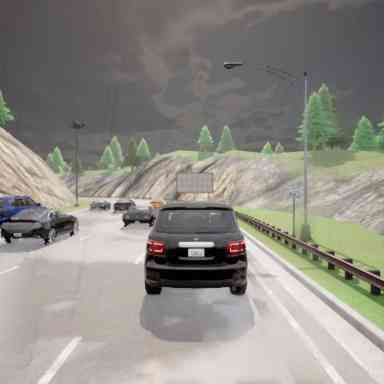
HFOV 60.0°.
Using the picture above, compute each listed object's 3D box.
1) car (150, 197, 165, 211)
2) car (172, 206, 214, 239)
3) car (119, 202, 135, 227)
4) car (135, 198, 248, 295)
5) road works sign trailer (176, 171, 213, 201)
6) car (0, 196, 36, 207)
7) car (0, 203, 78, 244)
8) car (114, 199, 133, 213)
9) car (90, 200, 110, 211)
[{"bbox_3d":[-4.407,1.475,42.280,1.882,1.535,5.008,0,-1,-6],"label":"car"},{"bbox_3d":[0.075,1.558,18.087,1.994,1.385,4.181,0,0,0],"label":"car"},{"bbox_3d":[-3.435,1.599,22.984,1.895,1.301,4.718,0,0,0],"label":"car"},{"bbox_3d":[0.087,1.221,8.866,2.150,2.045,5.566,0,0,0],"label":"car"},{"bbox_3d":[0.186,0.463,21.583,2.380,3.560,2.880,0,0,0],"label":"road works sign trailer"},{"bbox_3d":[-10.426,1.222,19.522,2.150,2.045,5.566,0,0,0],"label":"car"},{"bbox_3d":[-6.920,1.490,15.670,2.128,1.511,4.902,0,0,0],"label":"car"},{"bbox_3d":[-7.400,1.474,36.825,1.882,1.535,5.008,0,0,-4],"label":"car"},{"bbox_3d":[-11.295,1.597,41.250,1.895,1.301,4.718,0,0,-6],"label":"car"}]
